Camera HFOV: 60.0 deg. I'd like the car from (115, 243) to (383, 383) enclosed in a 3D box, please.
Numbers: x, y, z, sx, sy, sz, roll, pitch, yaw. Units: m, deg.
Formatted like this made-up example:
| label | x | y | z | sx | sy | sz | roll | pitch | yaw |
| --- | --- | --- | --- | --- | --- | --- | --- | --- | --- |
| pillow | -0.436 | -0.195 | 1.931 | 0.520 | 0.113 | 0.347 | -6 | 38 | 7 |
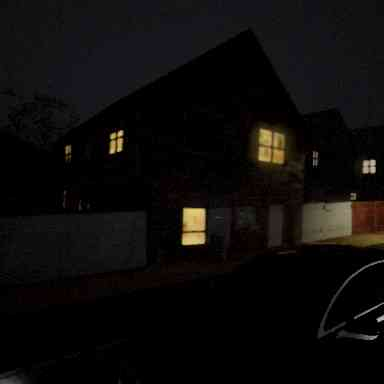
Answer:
| label | x | y | z | sx | sy | sz | roll | pitch | yaw |
| --- | --- | --- | --- | --- | --- | --- | --- | --- | --- |
| car | 1.484 | 1.495 | 4.137 | 4.892 | 1.490 | 1.837 | -1 | 0 | -36 |
